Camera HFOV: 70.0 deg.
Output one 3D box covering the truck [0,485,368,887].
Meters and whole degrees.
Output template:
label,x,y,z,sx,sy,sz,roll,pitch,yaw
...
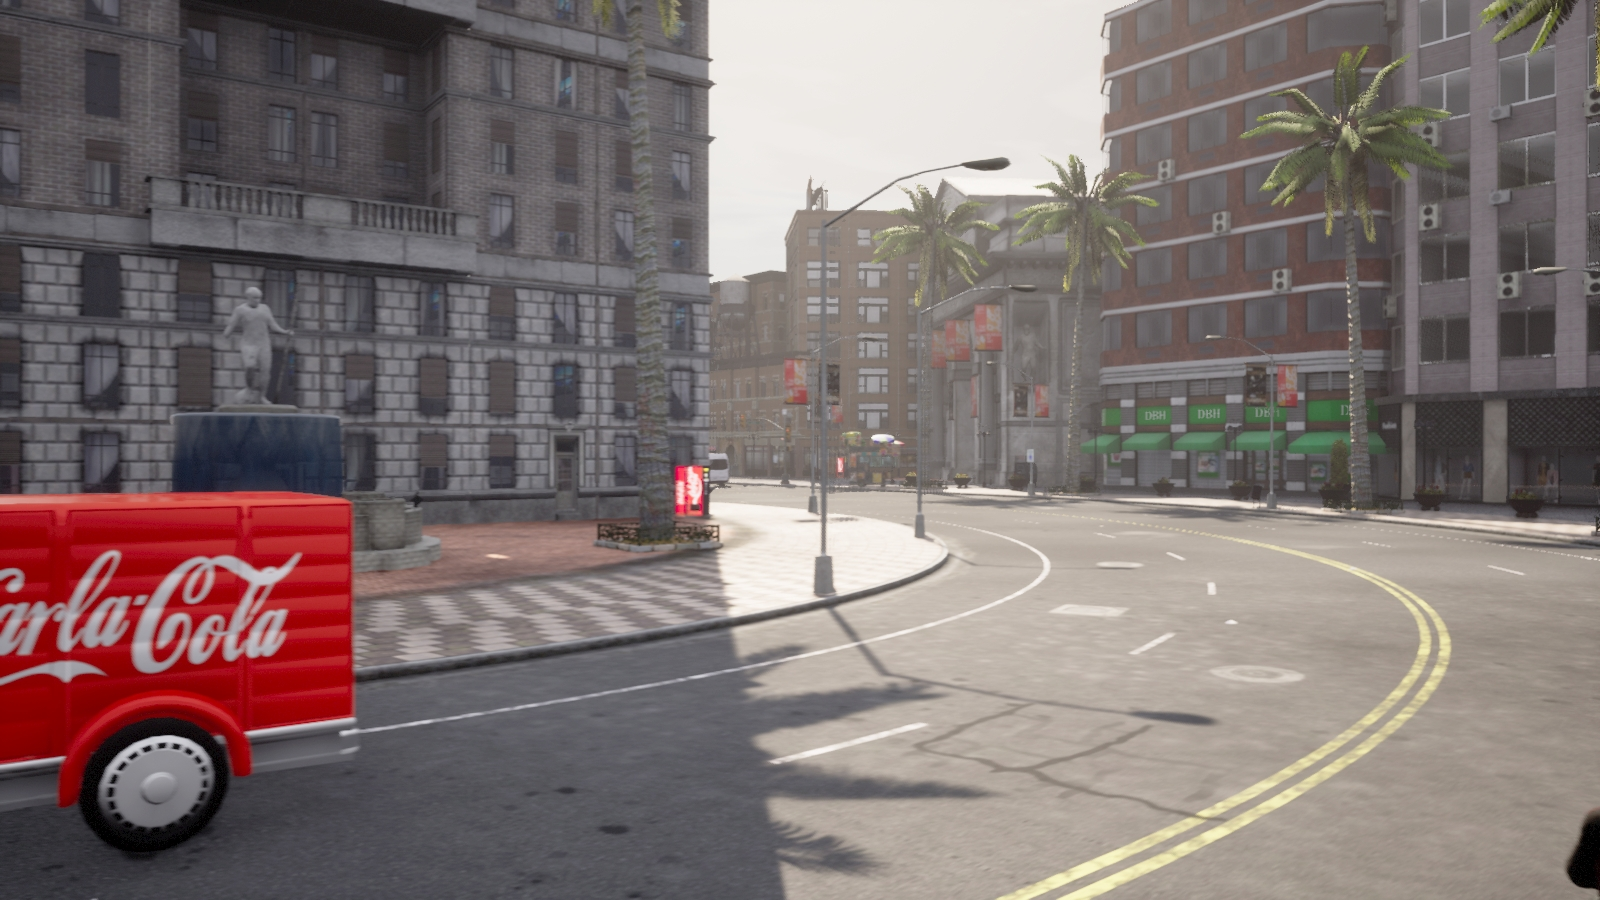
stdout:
label,x,y,z,sx,sy,sz,roll,pitch,yaw
truck,-6.163,1.568,8.203,5.204,2.467,2.627,0,0,-37
